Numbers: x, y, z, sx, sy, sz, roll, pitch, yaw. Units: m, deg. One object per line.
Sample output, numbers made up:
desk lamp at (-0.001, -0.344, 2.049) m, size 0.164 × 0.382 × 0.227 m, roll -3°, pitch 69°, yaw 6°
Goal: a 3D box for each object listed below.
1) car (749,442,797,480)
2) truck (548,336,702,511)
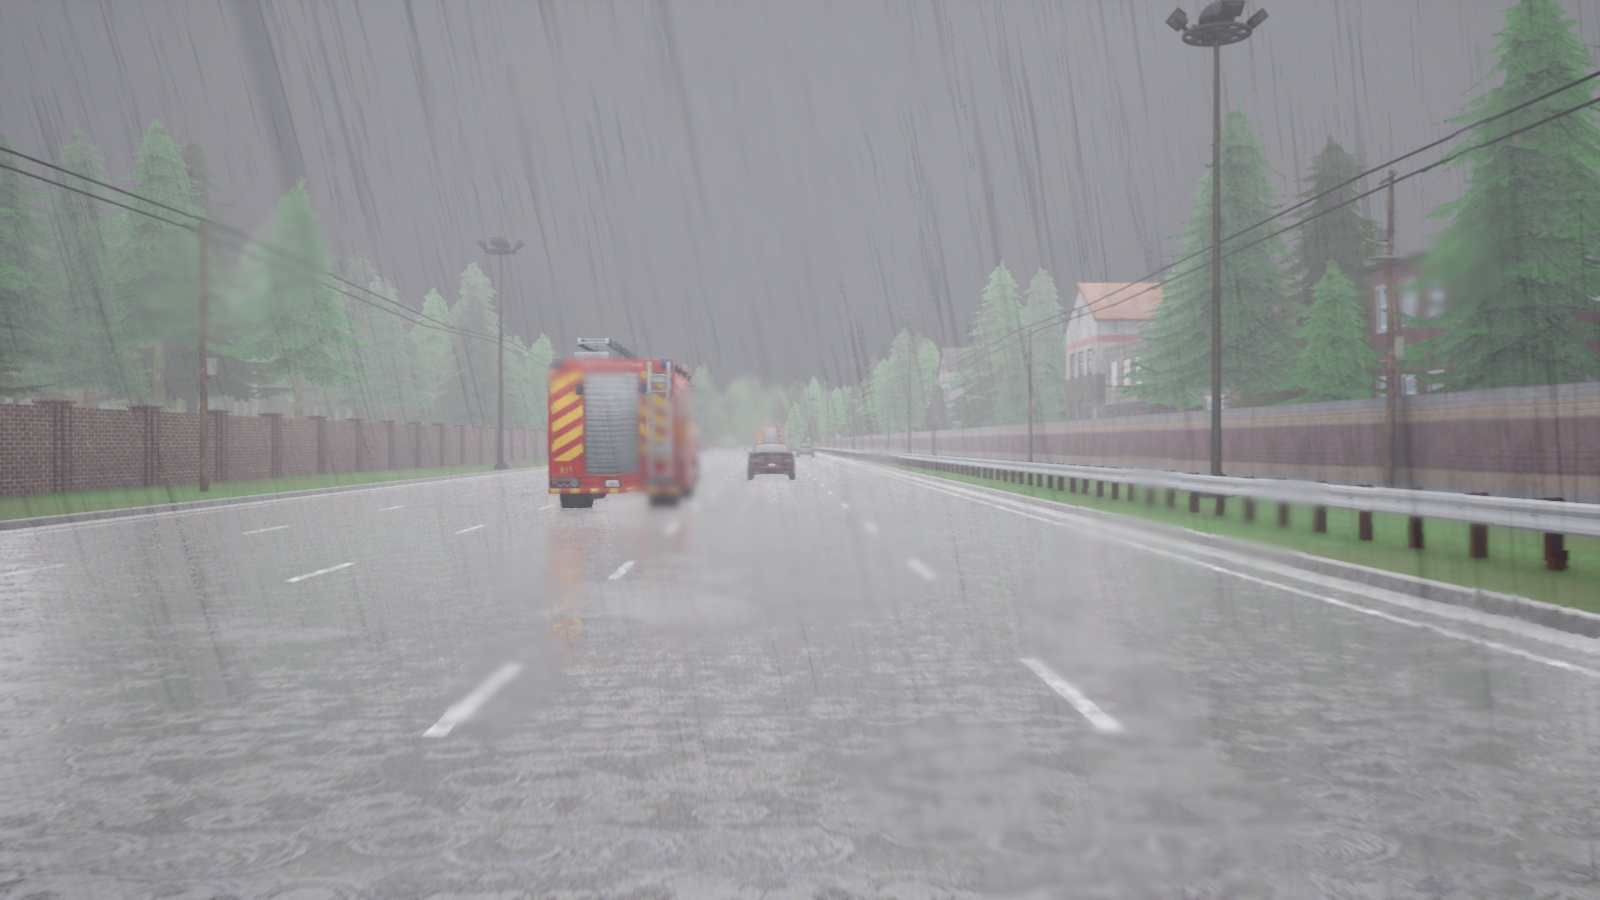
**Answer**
car at (-1.133, 0.428, 52.538) m, size 1.882 × 1.535 × 5.008 m, roll 0°, pitch 0°, yaw -1°
truck at (-4.176, -0.599, 31.789) m, size 2.891 × 3.827 × 8.468 m, roll 0°, pitch 0°, yaw -1°
